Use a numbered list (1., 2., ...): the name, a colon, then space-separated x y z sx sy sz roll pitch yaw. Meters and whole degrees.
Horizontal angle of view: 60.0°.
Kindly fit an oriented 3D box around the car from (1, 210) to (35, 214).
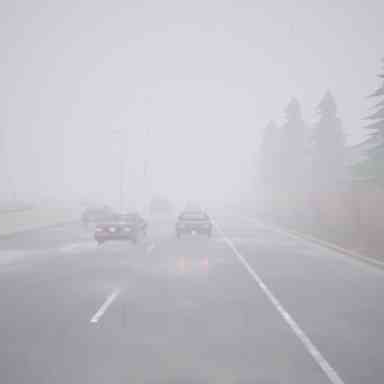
1. car: -17.560 1.837 33.721 2.033 1.411 5.357 0 -1 0

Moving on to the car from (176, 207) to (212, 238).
1. car: 0.100 1.764 18.912 1.895 1.301 4.718 0 0 0

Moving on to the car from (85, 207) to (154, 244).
1. car: -3.400 1.692 16.744 2.033 1.411 5.357 0 0 0

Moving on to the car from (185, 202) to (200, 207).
1. car: 0.088 1.916 41.045 1.994 1.385 4.181 0 0 0

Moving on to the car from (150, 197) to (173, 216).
1. car: -3.413 1.542 37.418 2.150 2.045 5.566 0 0 -1

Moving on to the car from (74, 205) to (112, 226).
1. car: -6.899 1.710 25.469 2.128 1.511 4.902 0 0 0
